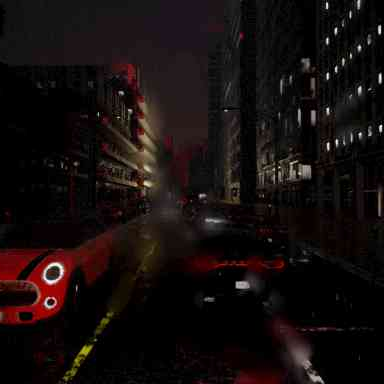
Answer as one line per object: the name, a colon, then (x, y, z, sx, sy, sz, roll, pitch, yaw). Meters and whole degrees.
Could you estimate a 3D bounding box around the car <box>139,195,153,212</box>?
car: (-5.734, 1.451, 35.943, 1.967, 1.590, 4.097, 1, 0, 0)

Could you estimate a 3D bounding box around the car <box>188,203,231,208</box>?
car: (0.848, 1.533, 18.317, 1.812, 1.442, 4.674, 0, 0, 0)

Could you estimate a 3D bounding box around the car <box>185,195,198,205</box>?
car: (-0.100, 1.366, 58.893, 2.097, 1.767, 4.553, 0, 0, 0)

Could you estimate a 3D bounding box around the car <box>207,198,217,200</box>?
car: (2.652, 1.555, 30.486, 1.887, 1.381, 4.507, 1, 0, 0)

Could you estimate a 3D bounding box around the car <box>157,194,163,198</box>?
car: (-5.751, 1.327, 47.036, 2.192, 1.841, 5.009, 1, 0, 0)

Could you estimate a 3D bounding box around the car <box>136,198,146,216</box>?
car: (-5.728, 1.555, 30.396, 1.887, 1.381, 4.507, 1, 0, 0)

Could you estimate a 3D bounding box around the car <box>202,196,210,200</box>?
car: (2.634, 1.562, 41.581, 2.008, 1.369, 4.403, 1, 0, 0)

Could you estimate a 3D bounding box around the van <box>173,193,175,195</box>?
van: (-5.783, 1.356, 80.316, 1.690, 1.788, 3.998, 1, 0, 0)

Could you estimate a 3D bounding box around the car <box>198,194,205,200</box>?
car: (2.551, 1.454, 91.513, 1.967, 1.590, 4.097, 1, 0, 0)

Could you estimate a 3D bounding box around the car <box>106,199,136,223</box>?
car: (-5.716, 1.449, 24.848, 1.967, 1.590, 4.097, 1, 0, 0)

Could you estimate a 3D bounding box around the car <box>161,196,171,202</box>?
car: (-5.812, 1.540, 74.599, 1.752, 1.417, 4.829, 1, 0, 0)

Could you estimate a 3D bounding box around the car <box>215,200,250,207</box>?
car: (2.673, 1.448, 19.389, 1.967, 1.590, 4.097, 1, 0, 0)

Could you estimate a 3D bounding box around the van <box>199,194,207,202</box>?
van: (2.572, 1.356, 80.417, 1.690, 1.788, 3.998, 1, 0, 0)

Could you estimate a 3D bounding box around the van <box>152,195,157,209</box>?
van: (-5.742, 1.353, 41.489, 1.690, 1.788, 3.998, 1, 0, 0)

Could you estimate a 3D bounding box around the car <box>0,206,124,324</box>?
car: (-3.114, 1.355, 7.446, 2.097, 1.767, 4.553, 0, 0, 0)

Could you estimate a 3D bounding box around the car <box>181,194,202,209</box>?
car: (-0.064, 1.234, 45.515, 2.150, 2.045, 5.566, 0, 0, 0)

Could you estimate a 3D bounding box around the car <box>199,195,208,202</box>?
car: (2.579, 1.455, 74.869, 1.967, 1.590, 4.097, 1, 0, 0)

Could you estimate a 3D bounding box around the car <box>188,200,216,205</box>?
car: (0.807, 1.535, 24.315, 1.812, 1.442, 4.674, 0, 0, 0)

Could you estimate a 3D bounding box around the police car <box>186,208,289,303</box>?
police car: (0.885, 1.428, 8.425, 1.930, 1.638, 5.238, 0, 0, 0)

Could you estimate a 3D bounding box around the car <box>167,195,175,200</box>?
car: (-5.798, 1.596, 91.408, 1.802, 1.307, 4.206, 1, 0, 0)

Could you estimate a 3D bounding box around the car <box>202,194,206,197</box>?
car: (2.615, 1.538, 52.847, 1.752, 1.417, 4.829, 1, 0, 0)

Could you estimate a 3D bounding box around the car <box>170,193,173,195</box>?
car: (-5.792, 1.330, 69.223, 2.192, 1.841, 5.009, 1, 0, 0)

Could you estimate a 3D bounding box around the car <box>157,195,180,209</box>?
car: (-3.077, 1.504, 45.187, 2.128, 1.511, 4.902, 0, 0, 0)

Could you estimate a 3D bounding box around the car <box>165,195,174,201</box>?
car: (-5.788, 1.540, 85.692, 1.752, 1.417, 4.829, 1, 0, 0)

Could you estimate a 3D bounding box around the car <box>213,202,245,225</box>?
car: (2.662, 1.554, 24.937, 1.887, 1.381, 4.507, 1, 0, 0)
